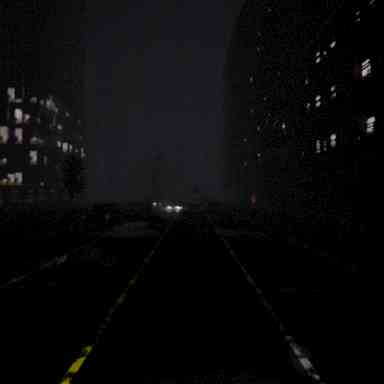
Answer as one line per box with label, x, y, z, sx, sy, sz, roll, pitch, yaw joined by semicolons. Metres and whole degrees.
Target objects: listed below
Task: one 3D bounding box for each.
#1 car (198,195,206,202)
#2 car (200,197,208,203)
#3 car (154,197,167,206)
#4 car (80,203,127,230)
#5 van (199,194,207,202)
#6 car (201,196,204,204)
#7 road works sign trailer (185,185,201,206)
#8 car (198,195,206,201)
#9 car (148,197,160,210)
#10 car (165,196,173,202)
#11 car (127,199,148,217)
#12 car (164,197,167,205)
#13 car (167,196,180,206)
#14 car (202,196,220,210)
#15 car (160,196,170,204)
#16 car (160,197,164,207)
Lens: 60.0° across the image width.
car;2.719;1.572;65.514;1.967;1.590;4.097;0;0;0
car;2.724;1.744;76.579;1.802;1.307;4.206;0;0;0
car;-5.664;1.660;59.985;1.887;1.381;4.507;0;0;0
car;-5.682;1.473;21.257;1.967;1.590;4.097;0;0;0
van;2.727;1.520;82.112;1.690;1.788;3.998;0;0;0
car;2.712;1.643;48.917;2.008;1.369;4.403;0;0;0
road works sign trailer;0.027;0.579;59.187;2.380;3.560;2.880;0;0;0
car;2.730;1.636;87.645;1.967;1.590;4.097;0;0;0
car;-5.671;1.628;43.388;2.008;1.369;4.403;0;0;0
car;-5.653;1.759;82.117;1.802;1.307;4.206;0;0;0
car;-5.677;1.579;32.153;1.752;1.417;4.829;0;0;0
car;-5.666;1.653;54.453;2.008;1.369;4.403;0;0;0
car;-3.030;1.708;56.288;1.895;1.301;4.718;0;0;1
car;2.709;1.631;43.384;2.008;1.369;4.403;0;0;0
car;-5.658;1.669;70.881;1.752;1.417;4.829;0;0;0
car;-5.669;1.530;48.921;1.967;1.590;4.097;0;0;0
